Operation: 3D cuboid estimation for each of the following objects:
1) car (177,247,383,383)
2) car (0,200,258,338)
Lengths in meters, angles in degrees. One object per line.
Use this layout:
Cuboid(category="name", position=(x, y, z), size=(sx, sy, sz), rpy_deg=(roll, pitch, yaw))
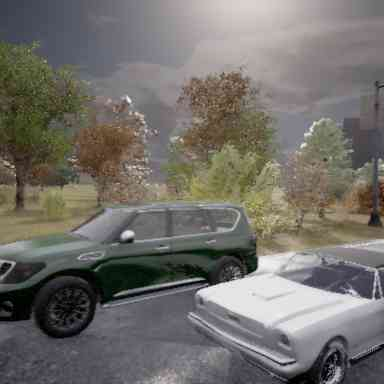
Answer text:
Cuboid(category="car", position=(2.296, 1.644, 5.316), size=(4.718, 1.301, 1.895), rpy_deg=(1, 0, -35))
Cuboid(category="car", position=(-1.047, 1.212, 6.920), size=(5.566, 2.045, 2.150), rpy_deg=(1, 0, -35))
